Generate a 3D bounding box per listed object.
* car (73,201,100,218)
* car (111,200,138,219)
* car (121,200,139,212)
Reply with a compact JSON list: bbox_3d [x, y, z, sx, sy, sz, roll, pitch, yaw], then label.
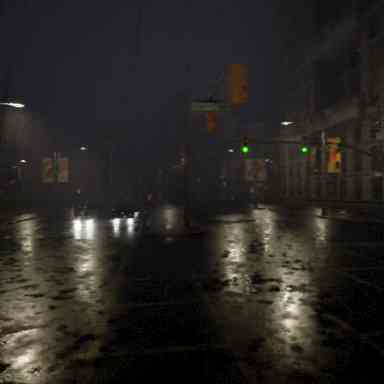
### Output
[{"bbox_3d":[-10.154,1.685,32.299,2.128,1.511,4.902,-1,0,-7],"label":"car"},{"bbox_3d":[-6.426,1.704,31.392,1.994,1.385,4.181,-1,0,-8],"label":"car"},{"bbox_3d":[-7.850,1.745,42.128,1.994,1.385,4.181,-1,0,-8],"label":"car"}]
